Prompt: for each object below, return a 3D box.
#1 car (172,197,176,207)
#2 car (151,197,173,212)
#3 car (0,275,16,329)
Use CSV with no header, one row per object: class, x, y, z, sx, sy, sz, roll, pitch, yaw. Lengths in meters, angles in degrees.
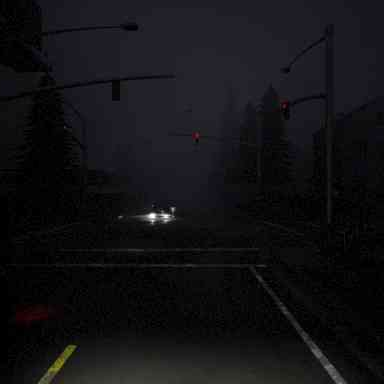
car,-3.510,1.502,50.227,1.837,1.490,4.892,0,1,0
car,-3.550,1.601,38.211,1.895,1.301,4.718,0,0,0
car,-3.597,1.547,2.691,2.033,1.411,5.357,0,0,0
